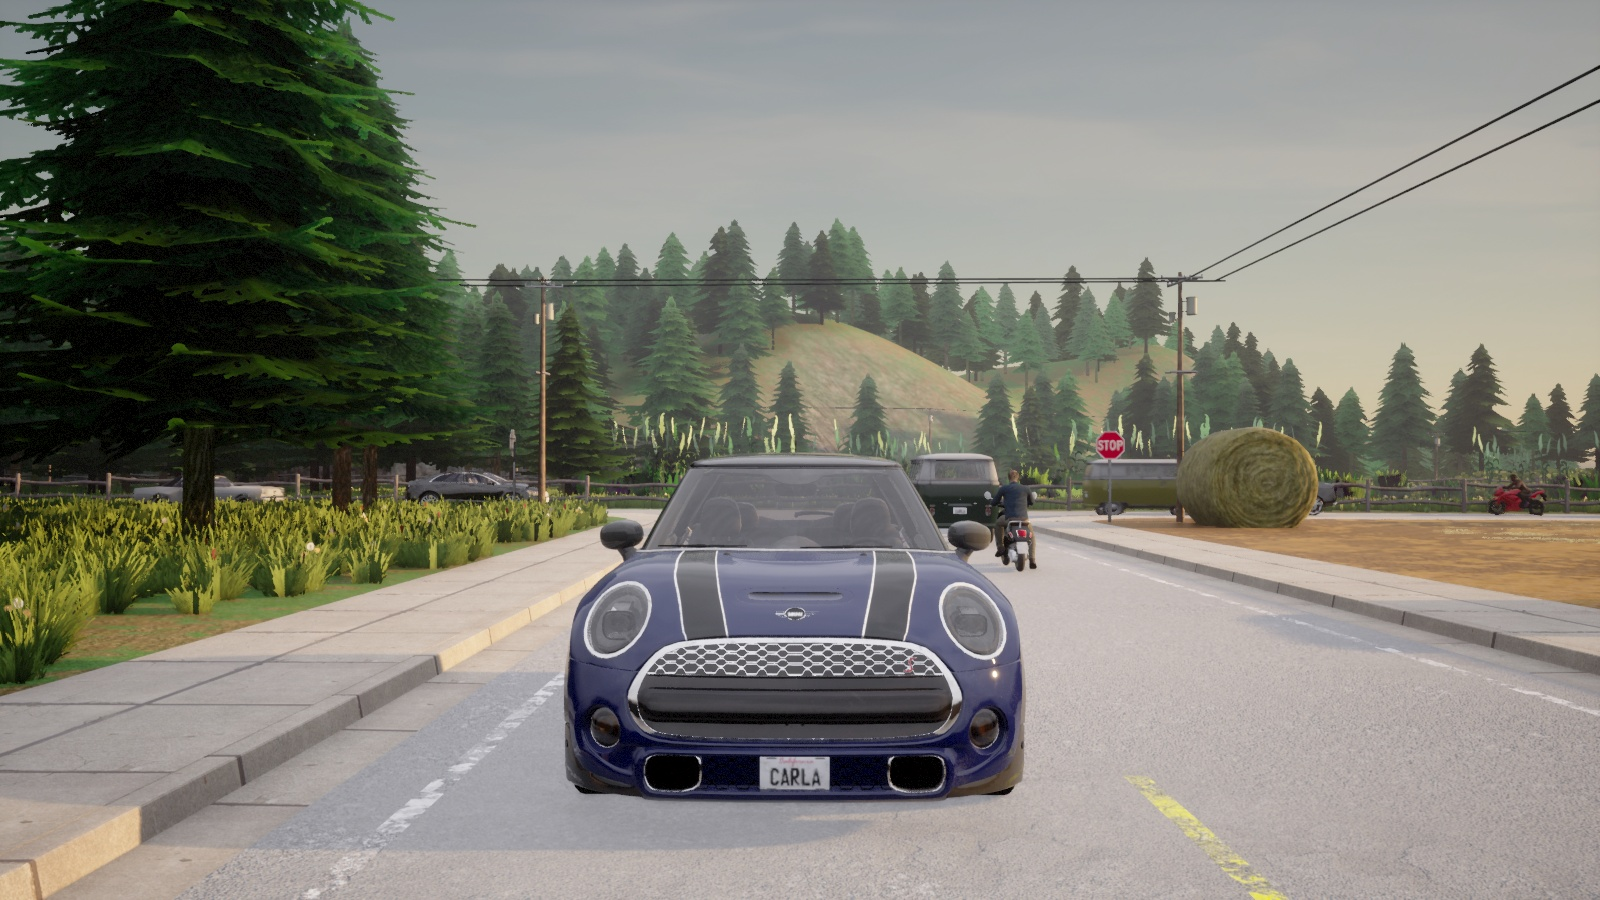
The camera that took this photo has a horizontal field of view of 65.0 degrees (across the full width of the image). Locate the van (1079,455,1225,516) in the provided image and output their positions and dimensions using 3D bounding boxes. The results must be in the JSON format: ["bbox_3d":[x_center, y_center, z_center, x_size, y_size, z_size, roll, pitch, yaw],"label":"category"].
[{"bbox_3d":[11.874,1.198,42.578,4.442,1.987,1.775,0,-1,3],"label":"van"}]

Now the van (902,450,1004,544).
[{"bbox_3d":[3.424,1.038,28.899,1.775,1.987,4.442,0,-1,0],"label":"van"}]

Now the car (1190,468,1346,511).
[{"bbox_3d":[17.007,1.436,45.842,4.902,1.511,2.128,0,-1,3],"label":"car"}]

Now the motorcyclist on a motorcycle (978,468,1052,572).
[{"bbox_3d":[3.447,1.093,20.245,0.866,1.590,1.817,0,-1,0],"label":"motorcyclist on a motorcycle"}]

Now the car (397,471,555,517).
[{"bbox_3d":[-11.184,1.512,43.634,4.902,1.511,2.128,0,-1,3],"label":"car"}]

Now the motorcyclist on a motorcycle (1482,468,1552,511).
[{"bbox_3d":[25.928,1.421,45.431,2.044,1.523,0.797,0,-1,3],"label":"motorcyclist on a motorcycle"}]

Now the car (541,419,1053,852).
[{"bbox_3d":[-0.021,0.798,7.441,2.097,1.767,4.553,0,-1,0],"label":"car"}]

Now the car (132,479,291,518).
[{"bbox_3d":[-20.577,1.700,44.028,4.718,1.301,1.895,0,-1,1],"label":"car"}]
